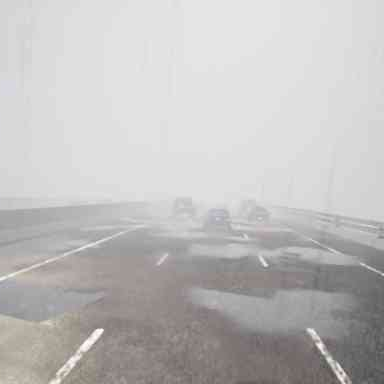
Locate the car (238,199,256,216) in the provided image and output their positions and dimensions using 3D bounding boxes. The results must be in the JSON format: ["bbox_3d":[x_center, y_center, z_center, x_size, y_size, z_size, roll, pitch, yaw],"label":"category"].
[{"bbox_3d":[6.885,1.867,41.194,2.150,2.045,5.566,2,0,6],"label":"car"}]

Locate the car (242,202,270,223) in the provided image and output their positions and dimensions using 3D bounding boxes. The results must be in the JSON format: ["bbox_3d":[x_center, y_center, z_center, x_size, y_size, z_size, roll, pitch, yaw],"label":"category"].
[{"bbox_3d":[5.989,2.005,30.688,1.837,1.490,4.892,2,-1,5],"label":"car"}]

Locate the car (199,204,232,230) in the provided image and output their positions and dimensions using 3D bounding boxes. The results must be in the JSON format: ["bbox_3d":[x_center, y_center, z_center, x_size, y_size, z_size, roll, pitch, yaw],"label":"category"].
[{"bbox_3d":[1.894,1.852,24.086,2.033,1.411,5.357,2,-1,5],"label":"car"}]

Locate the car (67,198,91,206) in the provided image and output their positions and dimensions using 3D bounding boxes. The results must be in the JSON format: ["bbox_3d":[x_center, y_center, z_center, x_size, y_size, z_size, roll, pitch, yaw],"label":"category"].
[{"bbox_3d":[-16.929,1.624,49.976,1.895,1.301,4.718,2,-1,6],"label":"car"}]

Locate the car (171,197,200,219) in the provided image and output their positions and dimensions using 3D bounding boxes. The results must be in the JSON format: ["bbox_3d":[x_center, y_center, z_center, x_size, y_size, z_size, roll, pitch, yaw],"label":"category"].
[{"bbox_3d":[-0.731,1.548,33.793,2.150,2.045,5.566,2,-1,5],"label":"car"}]

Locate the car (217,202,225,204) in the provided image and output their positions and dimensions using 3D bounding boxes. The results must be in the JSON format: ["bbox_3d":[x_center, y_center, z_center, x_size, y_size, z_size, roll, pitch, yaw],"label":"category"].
[{"bbox_3d":[4.385,2.238,50.286,1.994,1.385,4.181,2,-1,6],"label":"car"}]

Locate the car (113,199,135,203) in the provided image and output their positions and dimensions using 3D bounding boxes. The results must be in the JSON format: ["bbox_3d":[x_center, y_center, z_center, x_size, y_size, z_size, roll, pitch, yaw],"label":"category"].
[{"bbox_3d":[-9.825,1.795,50.677,2.033,1.411,5.357,2,-1,6],"label":"car"}]

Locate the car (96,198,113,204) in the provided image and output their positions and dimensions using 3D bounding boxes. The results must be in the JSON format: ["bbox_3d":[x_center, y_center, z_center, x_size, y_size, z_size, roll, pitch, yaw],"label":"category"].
[{"bbox_3d":[-13.264,1.657,51.332,1.837,1.490,4.892,2,-1,6],"label":"car"}]

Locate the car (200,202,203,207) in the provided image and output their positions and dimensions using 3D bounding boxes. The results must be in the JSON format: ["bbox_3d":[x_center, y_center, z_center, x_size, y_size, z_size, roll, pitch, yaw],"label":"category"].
[{"bbox_3d":[0.737,2.149,49.048,1.895,1.301,4.718,2,-1,6],"label":"car"}]
